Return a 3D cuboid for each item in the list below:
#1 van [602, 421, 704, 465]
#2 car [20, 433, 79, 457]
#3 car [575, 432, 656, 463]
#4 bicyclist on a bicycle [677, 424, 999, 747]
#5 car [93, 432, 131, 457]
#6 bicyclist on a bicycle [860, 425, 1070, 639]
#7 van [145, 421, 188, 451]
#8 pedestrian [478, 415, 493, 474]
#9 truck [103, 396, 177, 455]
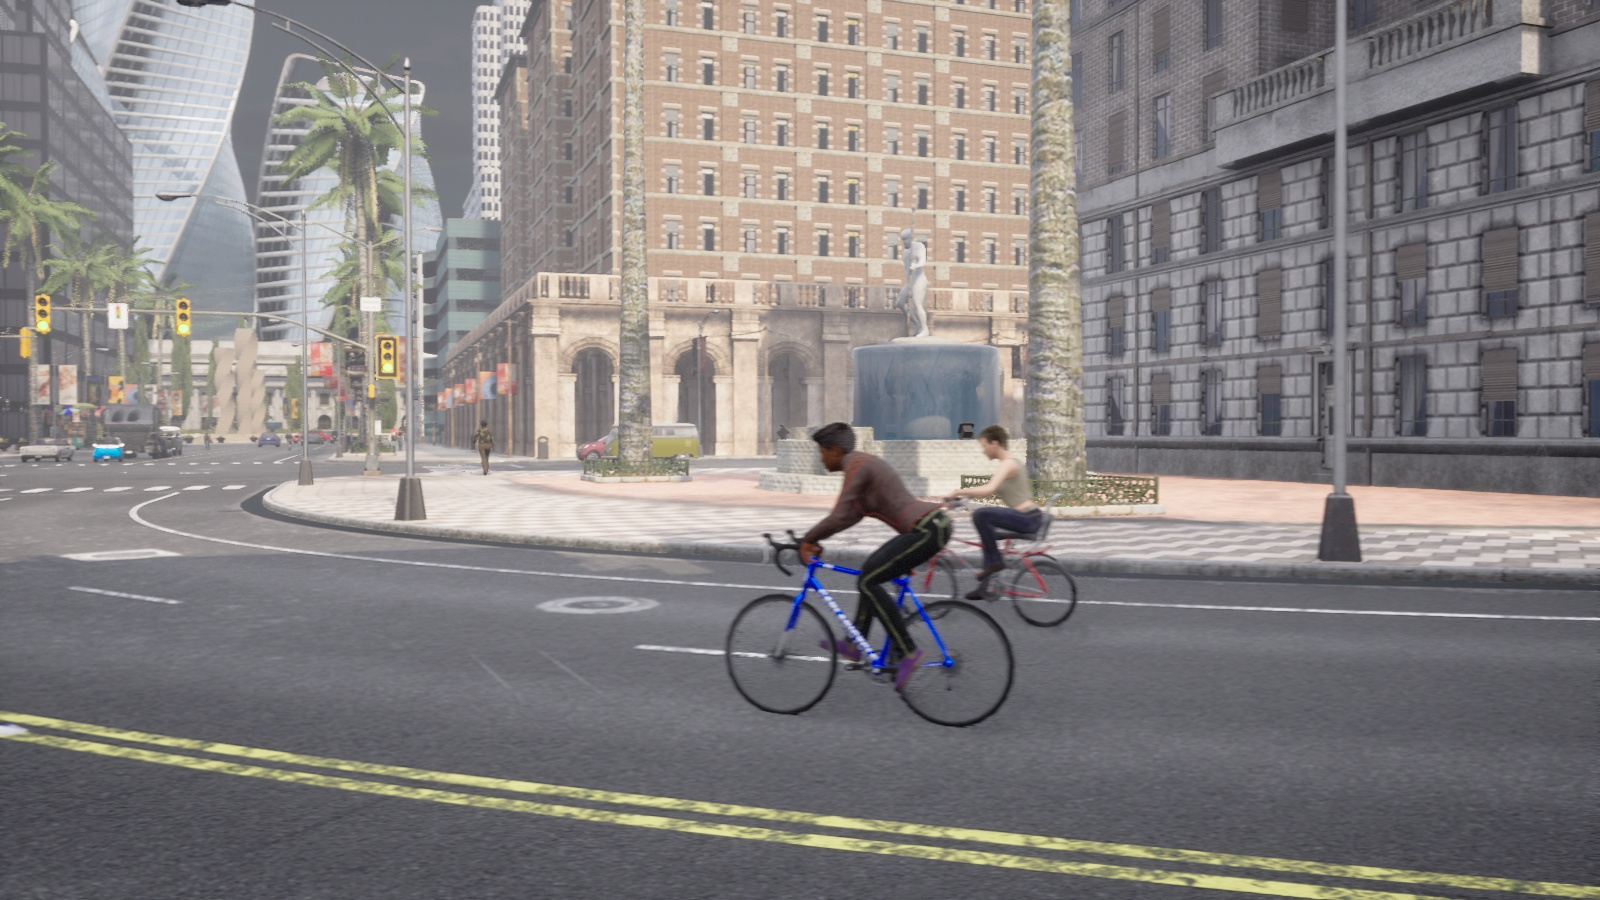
[{"bbox_3d":[-6.867,-0.334,58.628,4.442,1.987,1.775,0,1,-19],"label":"van"},{"bbox_3d":[-42.060,-0.307,70.435,1.895,1.301,4.718,0,1,-19],"label":"car"},{"bbox_3d":[-9.062,-0.126,61.600,3.633,1.501,1.845,0,1,-19],"label":"car"},{"bbox_3d":[0.205,0.677,6.855,1.656,1.620,0.582,0,0,20],"label":"bicyclist on a bicycle"},{"bbox_3d":[-38.012,-0.321,69.396,1.481,1.376,2.207,0,1,-19],"label":"car"},{"bbox_3d":[1.346,0.616,10.149,1.509,1.612,0.866,1,0,21],"label":"bicyclist on a bicycle"},{"bbox_3d":[-44.338,-0.958,87.980,2.069,2.038,4.480,0,1,-19],"label":"van"},{"bbox_3d":[-10.414,-0.186,41.548,0.395,1.930,0.692,0,1,-20],"label":"pedestrian"},{"bbox_3d":[-41.123,-1.508,78.533,2.891,3.462,7.936,0,1,-19],"label":"truck"}]
